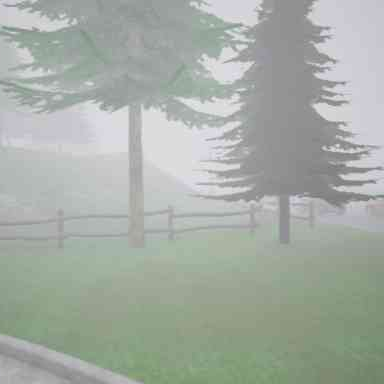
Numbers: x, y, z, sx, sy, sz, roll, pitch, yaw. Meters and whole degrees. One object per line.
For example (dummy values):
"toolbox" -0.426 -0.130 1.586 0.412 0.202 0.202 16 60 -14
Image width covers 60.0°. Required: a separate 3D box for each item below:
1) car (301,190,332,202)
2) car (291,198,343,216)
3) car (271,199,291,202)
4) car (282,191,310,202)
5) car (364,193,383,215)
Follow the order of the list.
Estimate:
"car" 17.409 0.462 46.744 1.882 1.535 5.008 -1 1 -7
"car" 9.635 0.951 25.209 1.837 1.490 4.892 -1 1 -7
"car" 10.778 0.341 43.459 2.150 2.045 5.566 -1 1 -7
"car" 14.078 0.613 45.248 1.994 1.385 4.181 -1 1 -7
"car" 13.600 0.934 21.866 1.882 1.535 5.008 -1 1 -7
